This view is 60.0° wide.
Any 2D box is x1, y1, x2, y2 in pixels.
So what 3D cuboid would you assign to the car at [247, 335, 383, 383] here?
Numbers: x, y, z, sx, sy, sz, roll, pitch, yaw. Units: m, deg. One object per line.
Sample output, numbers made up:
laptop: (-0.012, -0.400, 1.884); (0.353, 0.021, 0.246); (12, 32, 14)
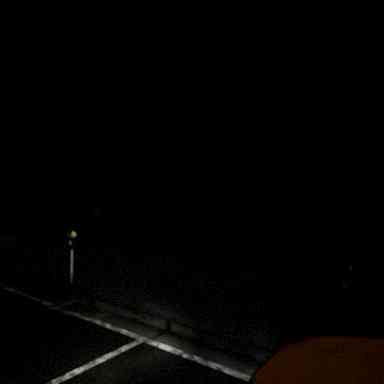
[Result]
car: (2.680, 1.454, 1.430); (5.366, 1.575, 1.801); (0, 0, 37)
